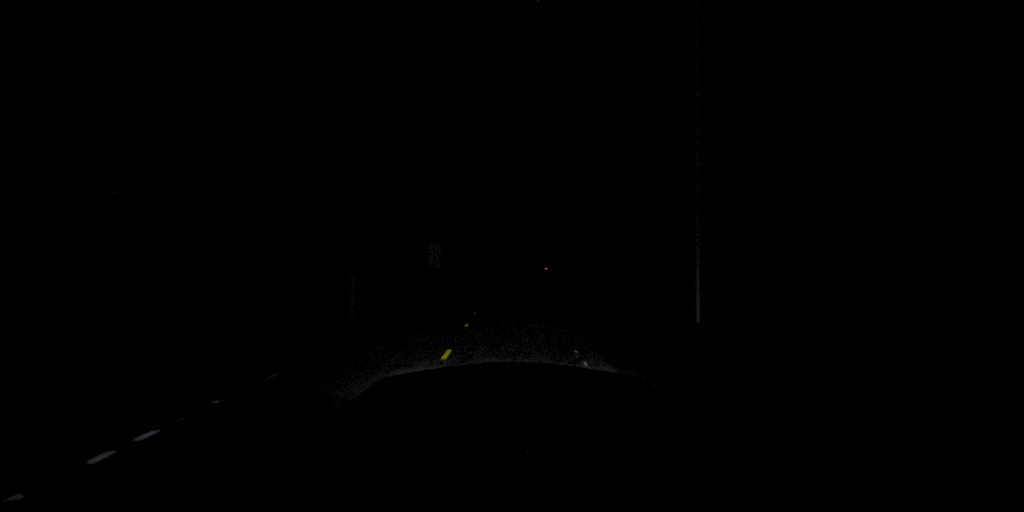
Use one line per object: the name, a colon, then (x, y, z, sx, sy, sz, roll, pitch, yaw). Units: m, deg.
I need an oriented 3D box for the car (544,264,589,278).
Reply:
car: (6.042, 1.673, 39.931, 4.892, 1.490, 1.837, 2, -3, 0)

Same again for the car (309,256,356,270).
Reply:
car: (-19.955, 0.804, 40.002, 4.902, 1.511, 2.128, 2, -3, 0)
